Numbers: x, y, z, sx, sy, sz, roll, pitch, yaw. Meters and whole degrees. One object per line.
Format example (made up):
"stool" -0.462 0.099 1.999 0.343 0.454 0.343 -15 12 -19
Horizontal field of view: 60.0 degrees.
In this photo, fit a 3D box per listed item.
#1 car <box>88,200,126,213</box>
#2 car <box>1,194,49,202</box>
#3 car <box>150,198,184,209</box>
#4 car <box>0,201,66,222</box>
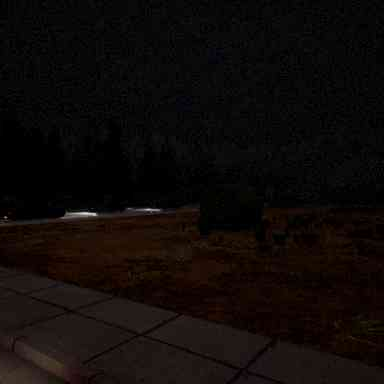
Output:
"car" -9.573 1.591 37.673 1.994 1.385 4.181 0 0 37
"car" -15.468 1.248 29.695 2.150 2.045 5.566 0 0 36
"car" -3.375 1.574 46.056 2.033 1.411 5.357 0 0 37
"car" -12.769 1.627 27.001 1.895 1.301 4.718 0 0 35
